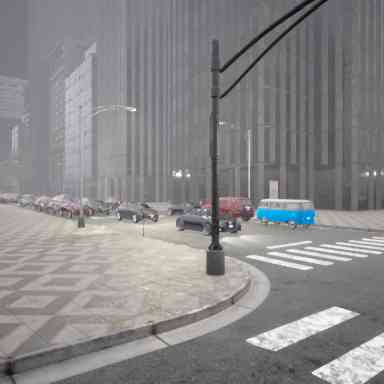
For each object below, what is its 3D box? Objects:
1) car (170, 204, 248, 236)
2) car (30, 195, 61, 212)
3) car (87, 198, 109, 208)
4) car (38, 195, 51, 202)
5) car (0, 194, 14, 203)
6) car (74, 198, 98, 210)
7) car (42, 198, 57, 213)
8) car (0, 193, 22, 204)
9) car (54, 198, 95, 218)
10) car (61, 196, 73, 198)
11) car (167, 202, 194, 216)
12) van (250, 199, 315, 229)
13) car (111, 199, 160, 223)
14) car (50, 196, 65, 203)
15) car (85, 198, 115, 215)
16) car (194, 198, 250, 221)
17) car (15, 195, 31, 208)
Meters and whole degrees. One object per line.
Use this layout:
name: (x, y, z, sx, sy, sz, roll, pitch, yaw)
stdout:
car: (0.852, 1.599, 18.910, 1.994, 1.385, 4.181, 0, 0, -36)
car: (-17.482, 1.461, 39.655, 1.967, 1.590, 4.097, 0, 0, -36)
car: (-13.911, 1.601, 49.219, 1.802, 1.307, 4.206, 0, 0, -36)
car: (-33.987, 1.482, 76.713, 1.752, 1.417, 4.829, 0, 0, -35)
car: (-37.442, 1.286, 66.978, 2.192, 1.841, 5.009, 0, 0, -36)
car: (-14.456, 1.546, 45.206, 1.812, 1.442, 4.674, 0, 0, -36)
car: (-14.156, 1.606, 35.101, 1.802, 1.307, 4.206, 0, 0, -36)
car: (-34.115, 1.299, 62.424, 2.192, 1.841, 5.009, 0, 0, -36)
car: (-10.829, 1.572, 30.547, 1.887, 1.381, 4.507, 0, 0, -36)
car: (-15.633, 1.547, 41.556, 1.812, 1.442, 4.674, 0, 0, -36)
car: (-0.603, 1.598, 31.002, 1.947, 1.339, 4.313, 0, 0, -36)
van: (6.052, 1.378, 21.893, 1.690, 1.788, 3.998, 0, 0, -36)
car: (-4.332, 1.537, 26.008, 1.837, 1.490, 4.892, 0, 0, -36)
car: (-27.319, 1.511, 67.575, 1.752, 1.417, 4.829, 0, 0, -36)
car: (-9.851, 1.531, 33.573, 1.837, 1.490, 4.892, 0, 0, -36)
car: (2.725, 1.351, 26.448, 2.192, 1.841, 5.009, 0, 0, -36)
car: (-24.135, 1.563, 48.762, 2.008, 1.369, 4.403, 0, 0, -36)
